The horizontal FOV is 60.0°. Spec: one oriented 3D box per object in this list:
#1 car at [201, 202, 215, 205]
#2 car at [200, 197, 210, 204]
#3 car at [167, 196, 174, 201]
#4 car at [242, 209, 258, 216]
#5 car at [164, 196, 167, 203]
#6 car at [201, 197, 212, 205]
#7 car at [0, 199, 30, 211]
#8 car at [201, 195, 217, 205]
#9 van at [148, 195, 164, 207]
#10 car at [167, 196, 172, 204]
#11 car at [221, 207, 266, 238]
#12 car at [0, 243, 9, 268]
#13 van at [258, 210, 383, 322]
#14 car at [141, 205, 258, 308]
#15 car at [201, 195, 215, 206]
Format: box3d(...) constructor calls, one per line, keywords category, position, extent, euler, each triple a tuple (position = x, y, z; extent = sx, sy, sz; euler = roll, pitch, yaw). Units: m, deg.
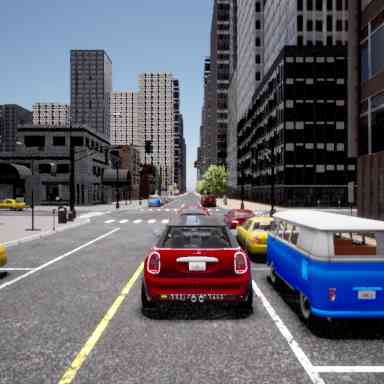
box3d(category="car", position=(0.086, 1.482, 17.299), extent=(1.882, 1.535, 5.008), euler=(0, 0, 0))
box3d(category="car", position=(2.633, 1.655, 67.239), extent=(1.947, 1.339, 4.313), euler=(0, 0, 0))
box3d(category="car", position=(-5.765, 1.673, 89.155), extent=(1.752, 1.417, 4.829), euler=(0, 0, 0))
box3d(category="car", position=(2.677, 1.527, 12.786), extent=(1.752, 1.417, 4.829), euler=(0, 0, 0))
box3d(category="car", position=(-5.739, 1.505, 56.181), extent=(1.967, 1.590, 4.097), euler=(0, 0, 0))
box3d(category="car", position=(2.637, 1.621, 61.715), extent=(1.887, 1.381, 4.507), euler=(0, 0, 0))
box3d(category="car", position=(-21.440, 1.469, 38.476), extent=(4.829, 1.417, 1.752), euler=(0, 0, 0))
box3d(category="car", position=(2.645, 1.369, 50.667), extent=(2.192, 1.841, 5.009), euler=(0, 0, 0))
box3d(category="van", position=(-5.734, 1.395, 50.658), extent=(1.690, 1.788, 3.998), euler=(0, 0, 0))
box3d(category="car", position=(-5.748, 1.529, 67.231), extent=(1.967, 1.590, 4.097), euler=(0, 0, 0))
box3d(category="car", position=(2.673, 1.587, 18.279), extent=(1.802, 1.307, 4.206), euler=(0, 0, 0))
box3d(category="car", position=(-5.698, 1.525, 6.775), extent=(1.752, 1.417, 4.829), euler=(0, 0, 0))
box3d(category="van", position=(2.682, 1.341, 6.952), extent=(1.690, 1.788, 3.998), euler=(0, 0, 0))
box3d(category="car", position=(0.093, 1.352, 8.093), extent=(2.097, 1.767, 4.553), euler=(0, 0, 0))
box3d(category="car", position=(2.641, 1.380, 56.191), extent=(2.192, 1.841, 5.009), euler=(0, 0, 0))
